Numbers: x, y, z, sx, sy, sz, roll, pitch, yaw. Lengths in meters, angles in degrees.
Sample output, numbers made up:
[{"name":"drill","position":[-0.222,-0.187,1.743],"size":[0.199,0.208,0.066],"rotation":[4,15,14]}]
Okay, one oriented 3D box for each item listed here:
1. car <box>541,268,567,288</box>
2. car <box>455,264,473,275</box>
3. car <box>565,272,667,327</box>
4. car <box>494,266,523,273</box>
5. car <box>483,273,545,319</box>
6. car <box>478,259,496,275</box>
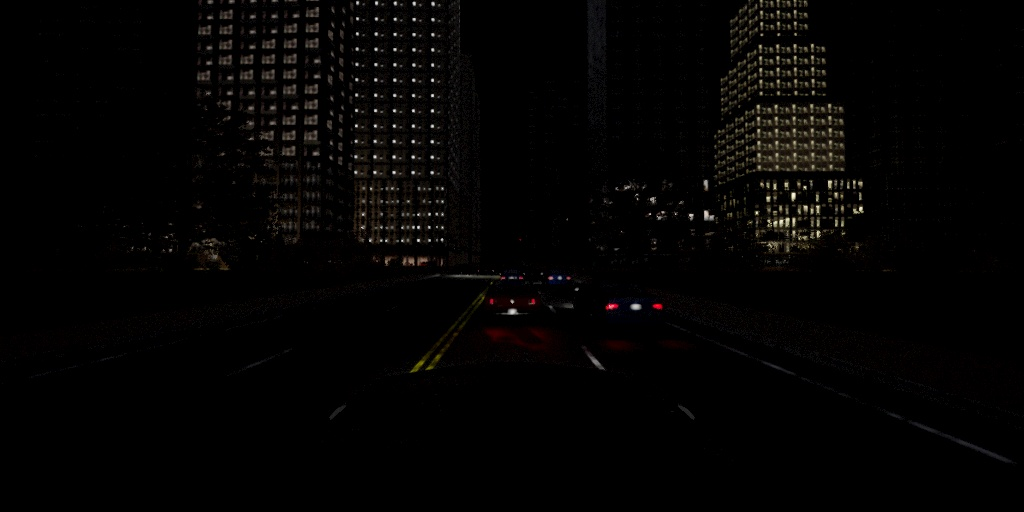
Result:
[{"name":"car","position":[3.273,1.580,26.999],"size":[2.033,1.411,5.357],"rotation":[0,-1,0]},{"name":"car","position":[-6.525,1.814,49.134],"size":[2.033,1.411,5.357],"rotation":[0,-1,1]},{"name":"car","position":[3.271,1.414,11.944],"size":[2.033,1.411,5.357],"rotation":[0,-1,0]},{"name":"car","position":[0.021,1.580,26.972],"size":[2.033,1.411,5.357],"rotation":[0,-1,0]},{"name":"car","position":[0.038,1.485,13.507],"size":[1.895,1.301,4.718],"rotation":[0,-1,1]},{"name":"car","position":[-3.287,1.478,48.099],"size":[2.150,2.045,5.566],"rotation":[0,-1,1]}]
